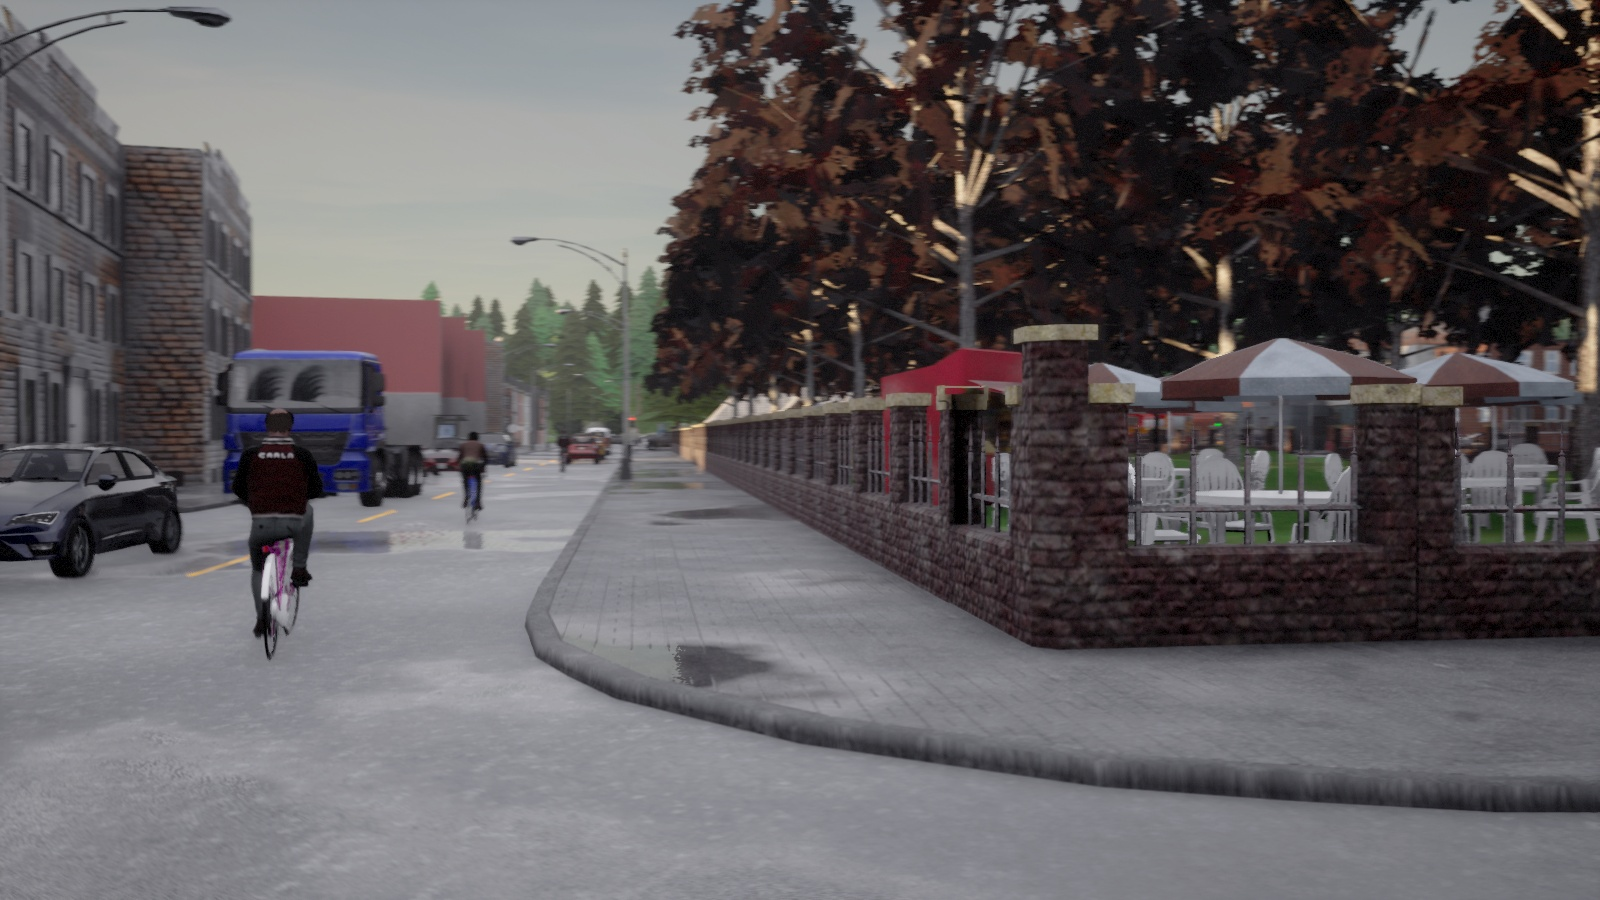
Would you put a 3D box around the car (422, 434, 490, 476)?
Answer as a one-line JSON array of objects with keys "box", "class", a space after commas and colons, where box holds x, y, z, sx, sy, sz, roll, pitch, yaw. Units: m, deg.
[{"box": [-12.724, 0.162, 46.676, 1.816, 1.474, 4.193, 0, 1, -7], "class": "car"}]

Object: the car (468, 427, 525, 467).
[{"box": [-14.234, -0.166, 59.160, 2.097, 1.767, 4.553, 0, 1, -7], "class": "car"}]

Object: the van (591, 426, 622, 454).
[{"box": [-14.300, -0.751, 93.130, 2.069, 2.038, 4.480, 0, 1, -6], "class": "van"}]

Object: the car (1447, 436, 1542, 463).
[{"box": [40.988, -0.020, 74.193, 4.514, 1.525, 2.007, 0, 1, 6], "class": "car"}]

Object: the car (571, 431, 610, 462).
[{"box": [-11.143, -0.215, 66.959, 1.851, 1.617, 3.988, 0, 1, -7], "class": "car"}]

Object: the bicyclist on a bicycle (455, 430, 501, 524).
[{"box": [-5.751, 0.454, 22.502, 0.582, 1.620, 1.656, 0, 0, -7], "class": "bicyclist on a bicycle"}]

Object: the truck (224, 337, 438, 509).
[{"box": [-10.616, -0.594, 29.361, 2.891, 3.462, 7.936, 0, 1, -7], "class": "truck"}]

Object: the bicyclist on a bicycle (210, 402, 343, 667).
[{"box": [-3.858, 0.555, 9.376, 0.659, 1.776, 1.843, 1, 1, -15], "class": "bicyclist on a bicycle"}]

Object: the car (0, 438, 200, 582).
[{"box": [-8.873, 0.600, 15.007, 1.816, 1.474, 4.193, 0, 1, -7], "class": "car"}]
